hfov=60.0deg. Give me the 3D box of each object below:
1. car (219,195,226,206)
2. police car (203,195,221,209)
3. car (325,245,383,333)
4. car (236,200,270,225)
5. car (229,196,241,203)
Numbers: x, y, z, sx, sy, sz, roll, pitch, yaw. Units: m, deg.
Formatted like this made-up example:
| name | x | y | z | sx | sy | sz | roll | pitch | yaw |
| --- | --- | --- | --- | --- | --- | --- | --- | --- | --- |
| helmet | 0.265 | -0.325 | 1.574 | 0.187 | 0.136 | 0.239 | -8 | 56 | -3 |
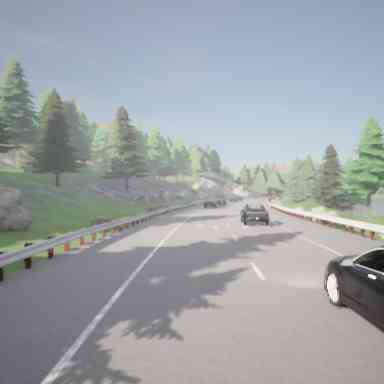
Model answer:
| name | x | y | z | sx | sy | sz | roll | pitch | yaw |
| --- | --- | --- | --- | --- | --- | --- | --- | --- | --- |
| car | 4.505 | 1.802 | 60.565 | 1.882 | 1.535 | 5.008 | 0 | 0 | 10 |
| police car | 2.871 | 1.696 | 50.832 | 1.930 | 1.638 | 5.238 | 0 | 0 | 9 |
| car | 3.693 | 1.538 | 5.151 | 1.837 | 1.490 | 4.892 | 0 | 0 | 1 |
| car | 4.644 | 1.630 | 25.143 | 2.128 | 1.511 | 4.902 | 0 | 0 | 4 |
| car | 10.443 | 1.835 | 83.445 | 2.128 | 1.511 | 4.902 | 0 | 0 | 13 |
